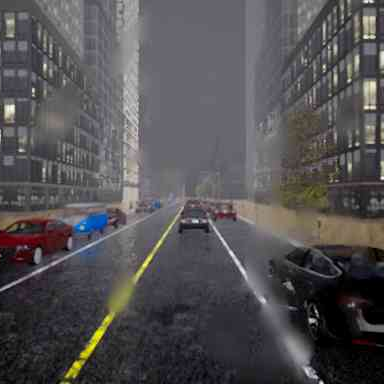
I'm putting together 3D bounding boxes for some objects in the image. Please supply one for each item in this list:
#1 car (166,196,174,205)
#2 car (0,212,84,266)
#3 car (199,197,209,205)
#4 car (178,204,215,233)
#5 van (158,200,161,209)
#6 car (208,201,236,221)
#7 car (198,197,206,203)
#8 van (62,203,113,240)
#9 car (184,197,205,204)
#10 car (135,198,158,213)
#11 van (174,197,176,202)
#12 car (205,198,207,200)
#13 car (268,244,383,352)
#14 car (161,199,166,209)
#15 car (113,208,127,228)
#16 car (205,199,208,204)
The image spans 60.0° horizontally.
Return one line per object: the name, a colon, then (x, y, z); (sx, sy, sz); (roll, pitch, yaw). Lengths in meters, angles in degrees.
car: (-5.667, 2.068, 74.400); (1.752, 1.417, 4.829); (0, 0, 0)
car: (-5.685, 1.637, 11.958); (1.887, 1.381, 4.507); (0, 0, 0)
car: (2.714, 1.984, 74.553); (1.967, 1.590, 4.097); (0, 0, 0)
car: (0.100, 1.707, 20.935); (2.033, 1.411, 5.357); (0, 0, 0)
van: (-5.674, 1.683, 46.112); (1.690, 1.788, 3.998); (0, 0, 0)
car: (2.702, 1.659, 29.018); (1.967, 1.590, 4.097); (0, 0, 0)
car: (2.718, 2.214, 91.627); (2.008, 1.369, 4.403); (0, 0, 0)
van: (-5.682, 1.476, 17.652); (1.690, 1.788, 3.998); (0, 0, 0)
car: (0.110, 1.645, 39.090); (2.097, 1.767, 4.553); (0, 0, 0)
car: (-5.676, 1.742, 40.418); (1.967, 1.590, 4.097); (0, 0, 0)
van: (-5.663, 1.964, 85.956); (1.690, 1.788, 3.998); (0, 0, 0)
car: (2.706, 1.869, 46.263); (1.752, 1.417, 4.829); (0, 0, 0)
car: (2.695, 1.615, 6.251); (1.947, 1.339, 4.313); (0, 0, 0)
car: (-5.674, 1.949, 51.803); (1.947, 1.339, 4.313); (0, 0, 0)
car: (-5.681, 1.759, 23.342); (1.802, 1.307, 4.206); (0, 0, 0)
car: (2.704, 1.884, 40.401); (1.802, 1.307, 4.206); (0, 0, 0)
